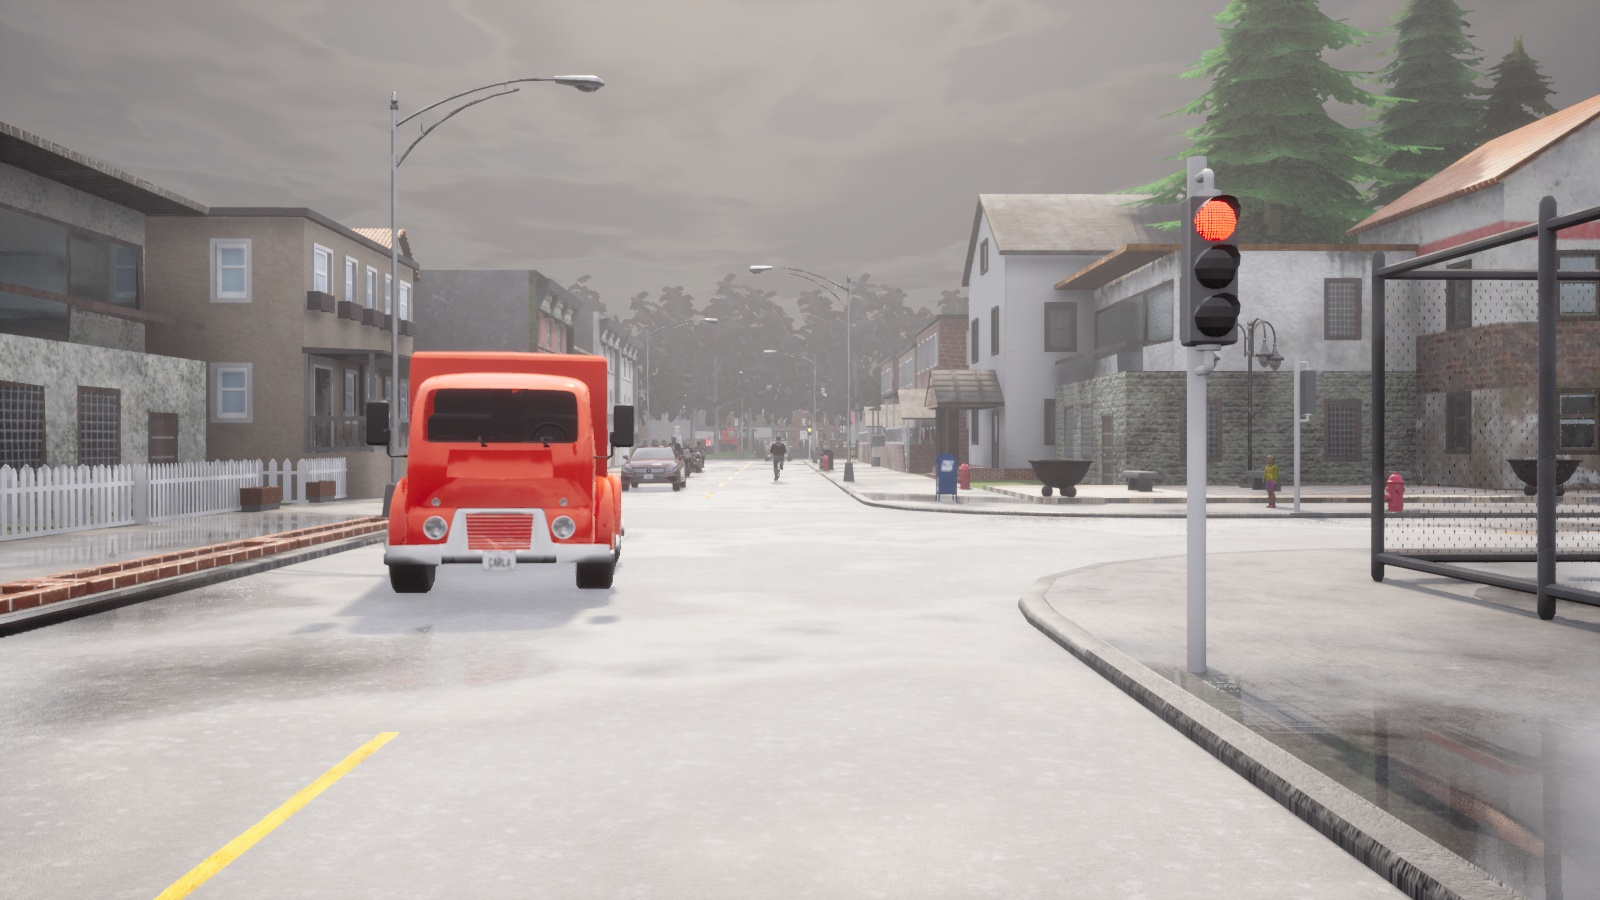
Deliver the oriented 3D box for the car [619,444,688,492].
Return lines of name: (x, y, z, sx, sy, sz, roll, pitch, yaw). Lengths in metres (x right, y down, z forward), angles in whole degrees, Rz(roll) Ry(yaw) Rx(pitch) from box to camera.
car: (-4.706, 0.538, 40.827, 1.812, 1.442, 4.674, 0, 0, -2)

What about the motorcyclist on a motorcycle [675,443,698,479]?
motorcyclist on a motorcycle: (-4.953, 0.467, 55.038, 0.866, 1.530, 2.191, 0, 0, -1)

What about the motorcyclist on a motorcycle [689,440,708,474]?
motorcyclist on a motorcycle: (-5.101, 0.336, 63.268, 0.766, 1.649, 2.350, 0, 0, -1)

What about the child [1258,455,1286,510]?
child: (10.032, 0.690, 26.706, 0.473, 1.160, 0.299, 0, 0, -21)

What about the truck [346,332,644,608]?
truck: (-3.236, 0.177, 14.045, 2.627, 2.467, 5.204, 1, 0, -10)
